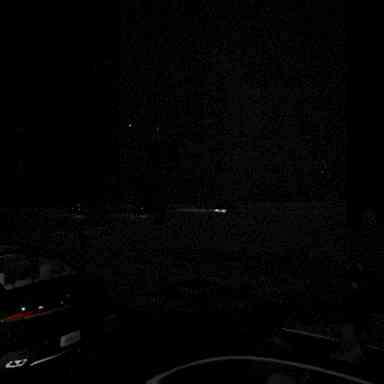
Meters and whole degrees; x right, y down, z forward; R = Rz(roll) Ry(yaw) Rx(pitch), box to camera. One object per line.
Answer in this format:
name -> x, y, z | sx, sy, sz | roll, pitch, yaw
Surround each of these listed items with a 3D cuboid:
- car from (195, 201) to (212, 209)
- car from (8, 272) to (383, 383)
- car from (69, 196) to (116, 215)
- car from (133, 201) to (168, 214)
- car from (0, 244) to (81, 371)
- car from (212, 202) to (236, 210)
car -> 2.436, 2.273, 56.832 | 1.895, 1.301, 4.718 | 0, -1, 36
car -> 0.838, 1.545, 2.366 | 4.403, 1.369, 2.008 | 1, 0, 35
car -> -11.190, 1.452, 37.865 | 2.150, 2.045, 5.566 | 0, -1, 36
car -> -5.057, 1.842, 40.851 | 1.882, 1.535, 5.008 | 0, -1, 35
car -> -3.236, 1.503, 5.252 | 4.403, 1.369, 2.008 | 1, 0, 35
car -> 5.768, 2.323, 55.890 | 1.994, 1.385, 4.181 | 0, -1, 35
